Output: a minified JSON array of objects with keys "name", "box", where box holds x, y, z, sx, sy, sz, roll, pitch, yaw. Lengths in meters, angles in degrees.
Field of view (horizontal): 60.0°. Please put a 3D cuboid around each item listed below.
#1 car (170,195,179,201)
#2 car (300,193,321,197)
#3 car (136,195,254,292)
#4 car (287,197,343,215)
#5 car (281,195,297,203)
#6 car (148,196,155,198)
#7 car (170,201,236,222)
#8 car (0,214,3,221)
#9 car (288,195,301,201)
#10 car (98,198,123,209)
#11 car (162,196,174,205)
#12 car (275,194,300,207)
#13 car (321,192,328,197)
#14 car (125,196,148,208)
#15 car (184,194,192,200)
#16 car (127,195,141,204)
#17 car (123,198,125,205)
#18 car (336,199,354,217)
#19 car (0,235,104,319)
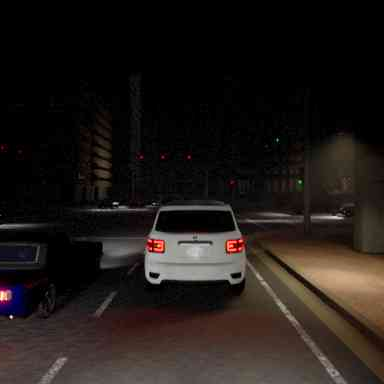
[{"name":"car","box":[-4.474,1.542,84.583,1.994,1.385,4.181,0,0,0]},{"name":"car","box":[16.136,1.150,47.027,1.905,1.878,3.866,0,0,0]},{"name":"car","box":[0.094,1.220,9.055,2.150,2.045,5.566,0,0,1]},{"name":"car","box":[12.298,1.501,32.849,4.892,1.490,1.837,0,0,0]},{"name":"car","box":[18.826,1.387,64.496,1.970,1.475,3.806,0,0,0]},{"name":"car","box":[-7.935,1.498,57.032,1.837,1.490,4.892,0,0,0]},{"name":"car","box":[0.785,1.488,25.678,4.902,1.511,2.128,0,0,0]},{"name":"car","box":[-15.612,1.545,22.020,5.357,1.411,2.033,0,0,-1]},{"name":"car","box":[24.580,1.386,79.603,1.970,1.475,3.806,0,0,0]},{"name":"car","box":[-11.401,1.542,45.662,2.033,1.411,5.357,0,0,0]},{"name":"car","box":[-4.264,1.497,59.339,1.837,1.490,4.892,0,0,0]},{"name":"car","box":[13.242,1.147,47.078,1.932,1.855,4.605,0,0,0]},{"name":"car","box":[30.159,1.143,79.658,1.932,1.855,4.605,0,0,0]},{"name":"car","box":[-7.906,1.472,47.761,1.882,1.535,5.008,0,0,0]},{"name":"car","box":[-0.979,1.293,85.781,1.882,1.535,5.008,0,0,0]},{"name":"car","box":[-11.420,1.469,65.740,1.882,1.535,5.008,0,0,0]},{"name":"car","box":[-11.432,1.594,55.254,1.895,1.301,4.718,0,0,0]},{"name":"car","box":[15.453,1.560,29.314,4.181,1.385,1.994,0,0,1]},{"name":"car","box":[-3.419,1.600,7.304,1.895,1.301,4.718,0,0,1]}]
